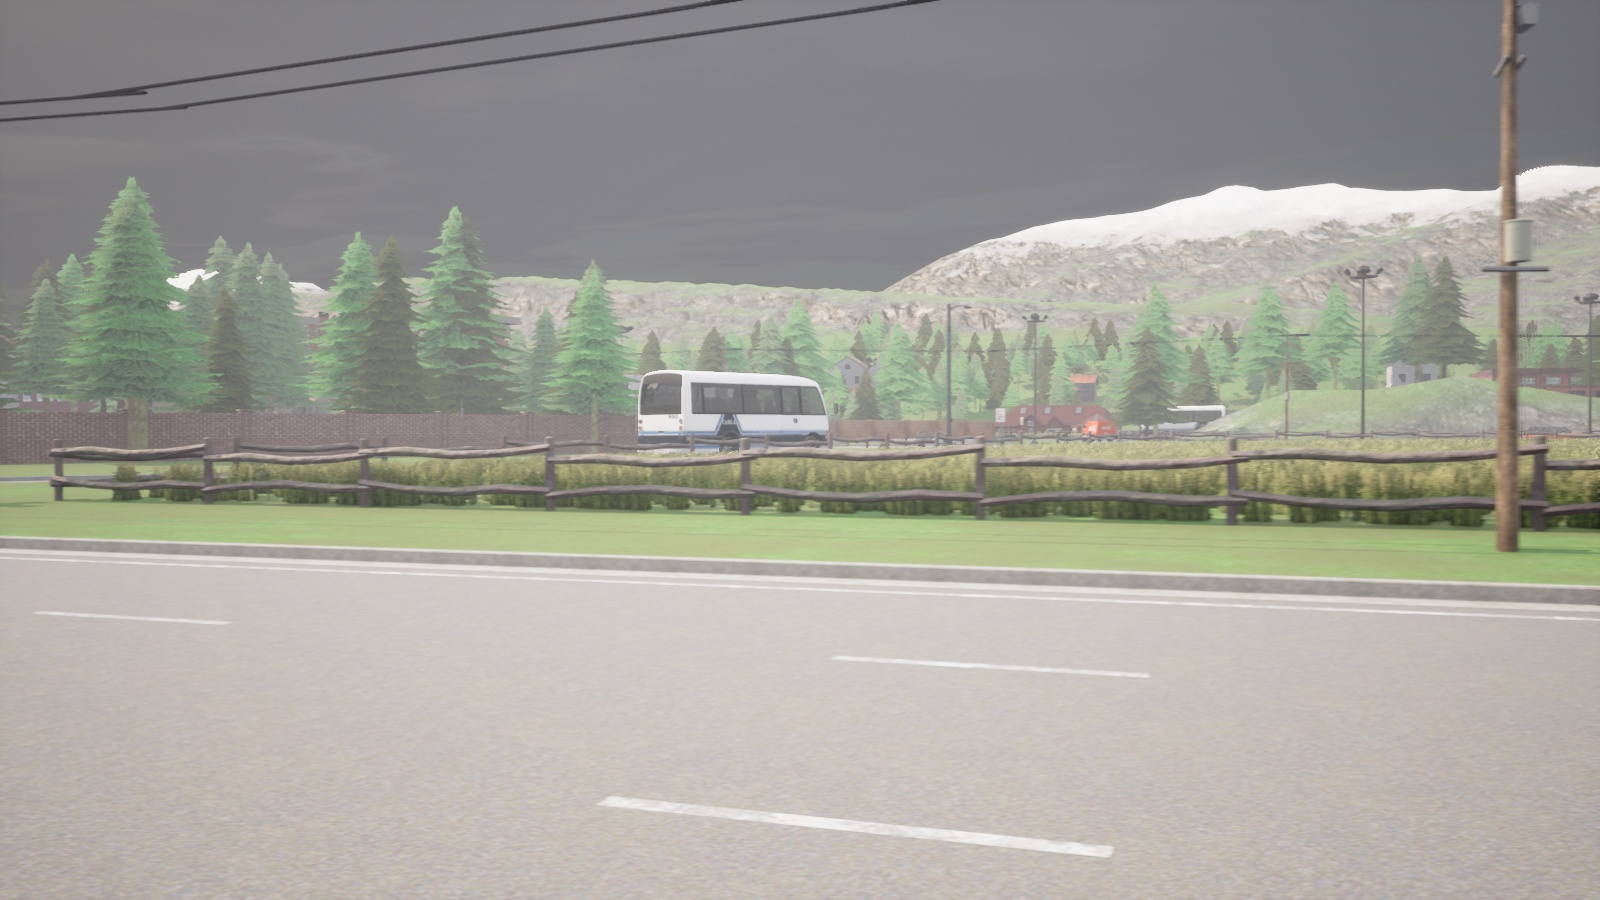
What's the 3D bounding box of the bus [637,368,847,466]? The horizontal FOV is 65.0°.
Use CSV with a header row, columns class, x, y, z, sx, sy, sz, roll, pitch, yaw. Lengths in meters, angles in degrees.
class,x,y,z,sx,sy,sz,roll,pitch,yaw
bus,-2.556,-1.518,59.865,3.944,4.253,10.273,1,1,42
